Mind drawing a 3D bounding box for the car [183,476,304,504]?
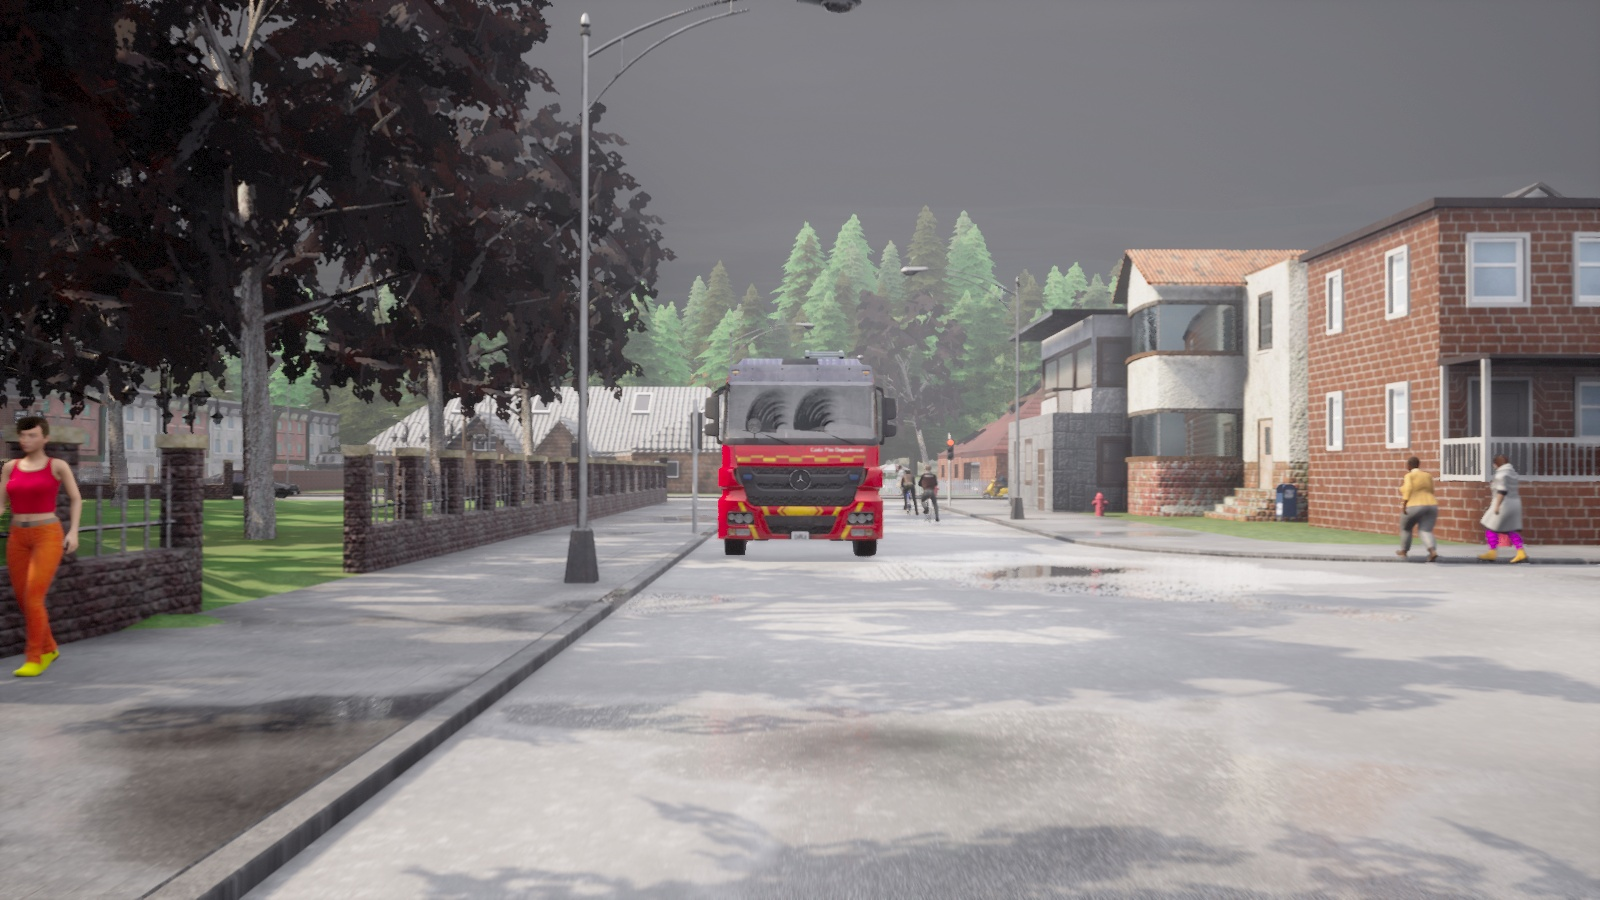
[{"bbox_3d":[-28.711,2.064,64.919,5.357,1.411,2.033,0,-1,-2],"label":"car"}]

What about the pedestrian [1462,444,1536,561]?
[{"bbox_3d":[11.928,0.880,21.453,0.659,1.952,0.873,0,-1,-32],"label":"pedestrian"}]

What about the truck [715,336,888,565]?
[{"bbox_3d":[-0.001,0.075,25.394,2.891,3.827,8.468,0,-1,0],"label":"truck"}]

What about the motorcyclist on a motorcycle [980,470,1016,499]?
[{"bbox_3d":[10.894,1.880,69.052,1.817,1.590,0.866,0,-1,0],"label":"motorcyclist on a motorcycle"}]

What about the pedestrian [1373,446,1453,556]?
[{"bbox_3d":[10.578,0.872,21.706,0.874,1.855,0.900,0,-1,-7],"label":"pedestrian"}]

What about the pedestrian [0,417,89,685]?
[{"bbox_3d":[-5.384,0.695,8.904,0.345,1.836,0.594,0,-1,0],"label":"pedestrian"}]
